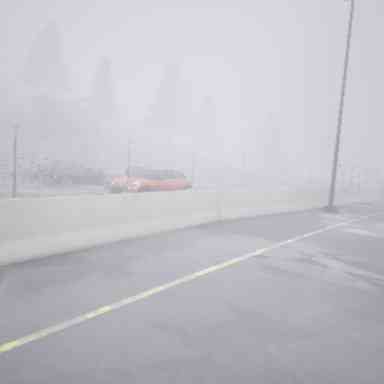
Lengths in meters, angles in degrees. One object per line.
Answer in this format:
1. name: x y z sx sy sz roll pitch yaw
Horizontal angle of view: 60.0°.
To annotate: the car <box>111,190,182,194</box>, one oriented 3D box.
1. car: -2.037 -0.457 17.481 2.097 1.767 4.553 8 7 40
